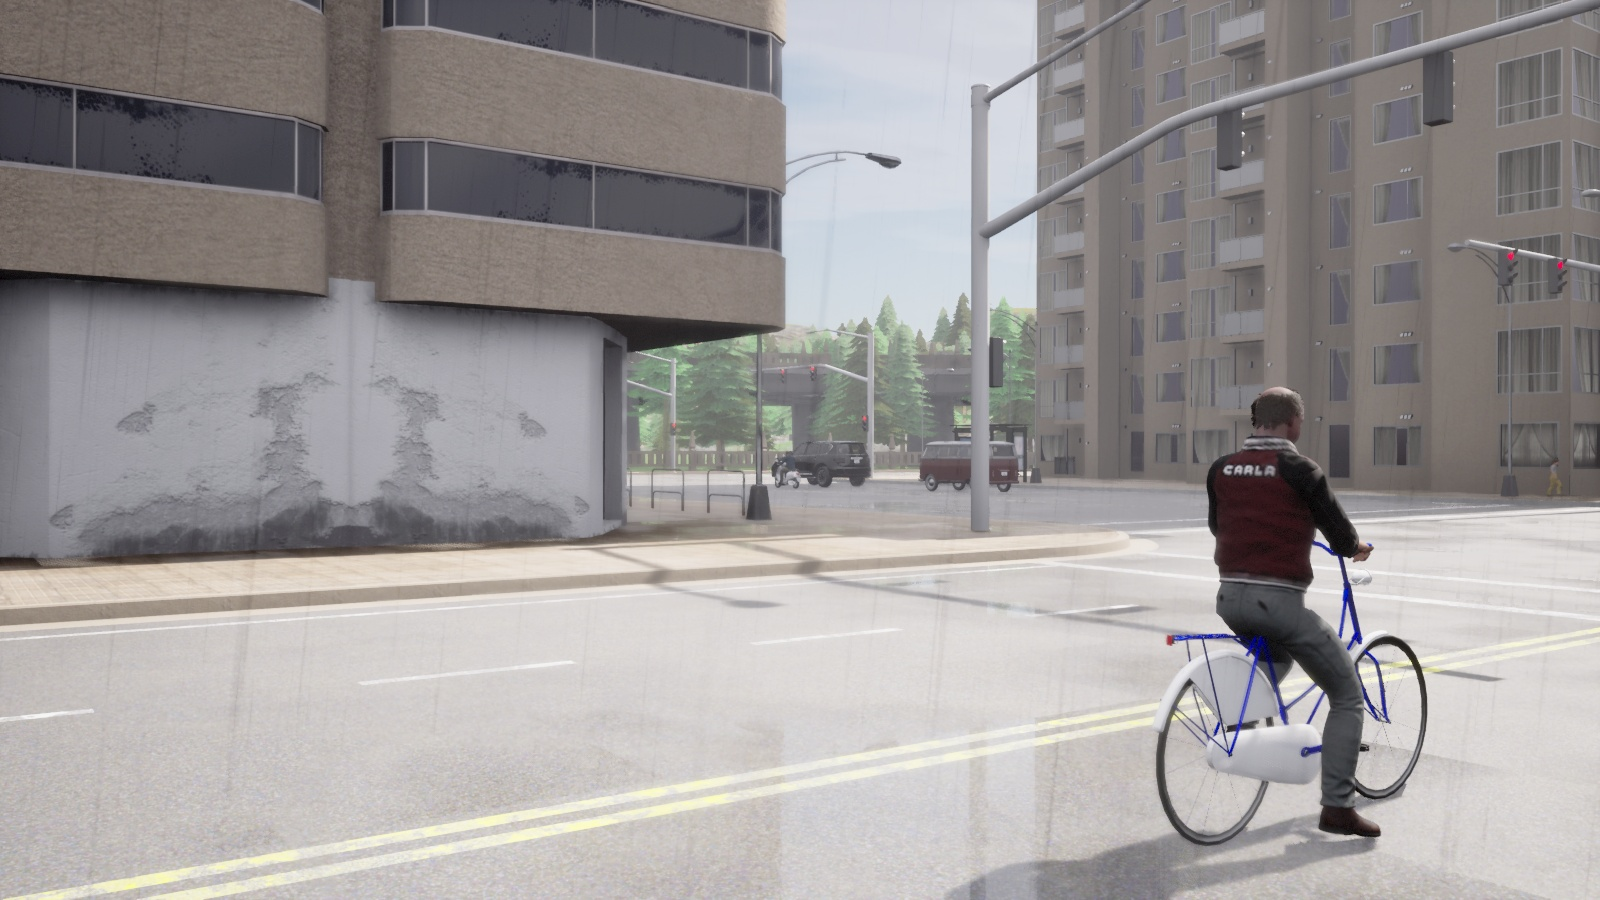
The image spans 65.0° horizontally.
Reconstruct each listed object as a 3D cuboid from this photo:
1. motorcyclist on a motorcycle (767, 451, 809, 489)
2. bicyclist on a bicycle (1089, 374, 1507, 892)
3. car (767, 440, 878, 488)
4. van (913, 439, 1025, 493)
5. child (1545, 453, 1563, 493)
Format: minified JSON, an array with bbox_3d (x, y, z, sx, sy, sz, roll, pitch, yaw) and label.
[{"bbox_3d":[-0.524,0.829,52.943,0.866,1.590,1.817,0,0,-35],"label":"motorcyclist on a motorcycle"},{"bbox_3d":[2.064,0.623,5.099,1.843,1.776,0.659,0,0,-35],"label":"bicyclist on a bicycle"},{"bbox_3d":[0.952,0.601,56.902,2.150,2.045,5.566,0,0,-35],"label":"car"},{"bbox_3d":[6.528,0.604,49.071,1.775,1.987,4.442,0,0,-35],"label":"van"},{"bbox_3d":[24.182,0.731,40.258,0.437,1.263,0.270,0,0,44],"label":"child"}]
